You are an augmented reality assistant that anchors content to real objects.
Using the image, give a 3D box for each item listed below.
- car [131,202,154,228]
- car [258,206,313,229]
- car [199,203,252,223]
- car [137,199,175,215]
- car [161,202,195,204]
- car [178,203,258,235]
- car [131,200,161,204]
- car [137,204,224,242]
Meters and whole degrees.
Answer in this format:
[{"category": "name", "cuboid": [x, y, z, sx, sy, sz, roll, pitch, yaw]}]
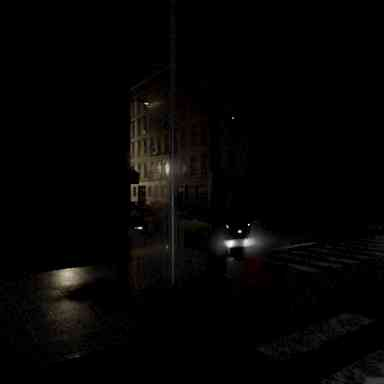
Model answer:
[{"category": "car", "cuboid": [-4.012, 1.584, 21.241, 2.008, 1.369, 4.403, 0, 0, -35]}, {"category": "car", "cuboid": [5.671, 1.557, 21.479, 1.947, 1.339, 4.313, 0, 0, -35]}, {"category": "car", "cuboid": [2.531, 1.578, 25.888, 1.802, 1.307, 4.206, 0, 0, -35]}, {"category": "car", "cuboid": [-3.846, 1.528, 34.845, 1.752, 1.417, 4.829, 0, 0, -35]}, {"category": "car", "cuboid": [-0.608, 1.565, 30.297, 1.947, 1.339, 4.313, 0, 0, -35]}, {"category": "car", "cuboid": [0.951, 1.565, 18.691, 2.033, 1.411, 5.357, 0, 0, -32]}, {"category": "car", "cuboid": [-4.805, 1.517, 26.733, 2.128, 1.511, 4.902, 0, 0, -35]}, {"category": "car", "cuboid": [-0.774, 1.554, 16.693, 1.752, 1.417, 4.829, 0, 0, -35]}]
